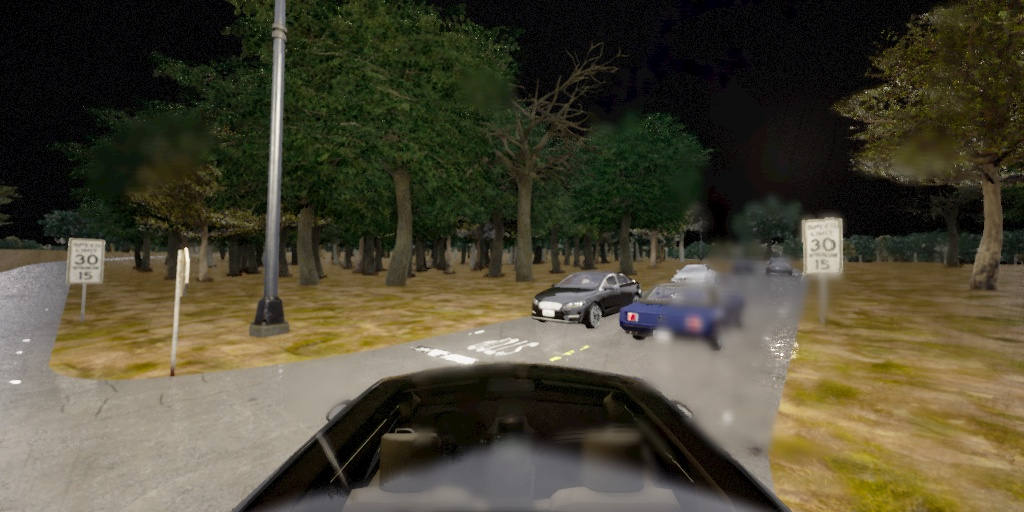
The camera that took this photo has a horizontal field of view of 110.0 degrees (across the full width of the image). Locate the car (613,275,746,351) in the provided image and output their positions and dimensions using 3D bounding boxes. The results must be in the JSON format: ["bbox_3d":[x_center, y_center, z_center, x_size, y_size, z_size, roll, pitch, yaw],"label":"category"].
[{"bbox_3d":[4.505,1.325,8.982,1.895,1.301,4.718,-1,0,40],"label":"car"}]

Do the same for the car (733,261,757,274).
[{"bbox_3d":[24.555,1.204,37.826,1.895,1.301,4.718,-1,0,37],"label":"car"}]

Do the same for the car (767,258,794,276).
[{"bbox_3d":[25.863,1.149,34.586,1.994,1.385,4.181,-1,0,38],"label":"car"}]

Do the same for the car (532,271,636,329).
[{"bbox_3d":[2.553,1.249,11.472,2.128,1.511,4.902,-1,0,40],"label":"car"}]

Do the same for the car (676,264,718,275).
[{"bbox_3d":[11.094,1.238,21.564,1.812,1.442,4.674,-1,0,40],"label":"car"}]
